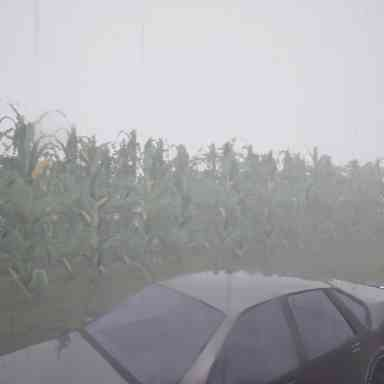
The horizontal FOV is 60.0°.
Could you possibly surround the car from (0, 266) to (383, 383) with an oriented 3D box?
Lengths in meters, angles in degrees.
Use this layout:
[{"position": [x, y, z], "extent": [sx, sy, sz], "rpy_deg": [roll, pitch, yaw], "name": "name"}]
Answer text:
[{"position": [0.324, 1.561, 3.280], "extent": [5.357, 1.411, 2.033], "rpy_deg": [0, 0, -37], "name": "car"}]
